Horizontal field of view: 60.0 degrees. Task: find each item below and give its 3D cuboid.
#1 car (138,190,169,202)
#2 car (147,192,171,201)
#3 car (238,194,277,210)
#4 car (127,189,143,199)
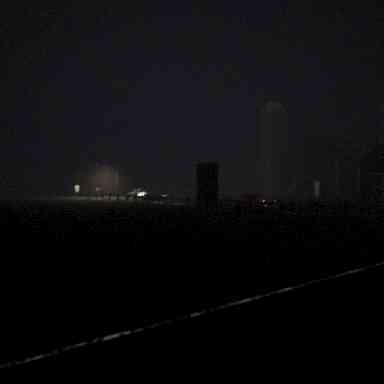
[{"bbox_3d":[-6.544,0.891,56.148,2.128,1.511,4.902,-1,1,-35],"label":"car"},{"bbox_3d":[-6.060,0.822,60.324,2.128,1.511,4.902,-1,1,-36],"label":"car"},{"bbox_3d":[7.231,0.973,37.010,2.097,1.767,4.553,-1,1,-36],"label":"car"},{"bbox_3d":[-11.400,0.483,67.674,2.150,2.045,5.566,-1,1,-36],"label":"car"}]
